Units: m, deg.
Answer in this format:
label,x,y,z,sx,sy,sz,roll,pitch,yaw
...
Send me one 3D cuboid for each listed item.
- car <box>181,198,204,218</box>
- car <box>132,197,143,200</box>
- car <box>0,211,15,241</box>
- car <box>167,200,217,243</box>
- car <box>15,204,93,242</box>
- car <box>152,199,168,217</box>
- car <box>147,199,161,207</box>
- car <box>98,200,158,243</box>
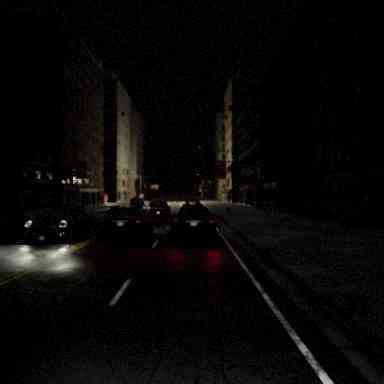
label,x,y,z,sx,sy,sz,roll,pitch,yaw
car,0.059,1.566,33.441,2.097,1.767,4.553,0,0,0
car,-9.868,1.752,59.610,2.097,1.767,4.553,0,0,1
car,-9.870,1.671,17.311,1.994,1.385,4.181,0,0,0
car,0.078,1.457,16.783,2.097,1.767,4.553,0,0,0
car,-6.621,1.457,16.911,2.097,1.767,4.553,0,0,0
car,-3.191,1.720,33.800,1.837,1.490,4.892,0,0,0
car,-6.616,1.959,58.985,1.994,1.385,4.181,0,0,0
car,-3.172,1.457,16.821,2.097,1.767,4.553,0,0,0
